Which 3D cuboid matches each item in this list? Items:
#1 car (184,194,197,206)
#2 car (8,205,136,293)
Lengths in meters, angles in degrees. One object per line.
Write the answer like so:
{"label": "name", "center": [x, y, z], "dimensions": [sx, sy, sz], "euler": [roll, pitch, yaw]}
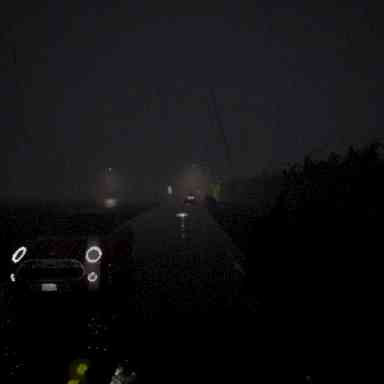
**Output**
{"label": "car", "center": [-0.213, 1.349, 50.362], "dimensions": [1.895, 1.301, 4.718], "euler": [0, 0, 0]}
{"label": "car", "center": [-2.868, 1.307, 8.911], "dimensions": [2.097, 1.767, 4.553], "euler": [0, 0, 0]}
